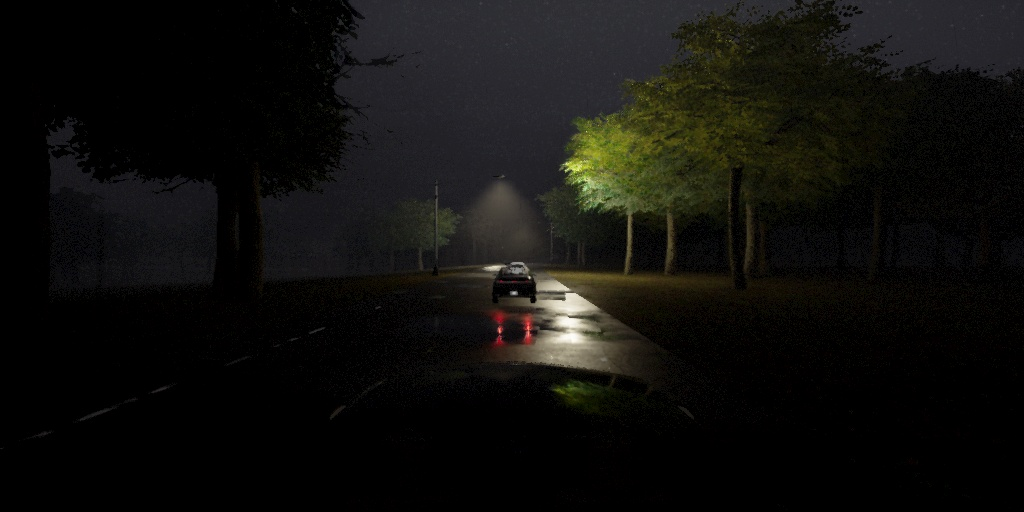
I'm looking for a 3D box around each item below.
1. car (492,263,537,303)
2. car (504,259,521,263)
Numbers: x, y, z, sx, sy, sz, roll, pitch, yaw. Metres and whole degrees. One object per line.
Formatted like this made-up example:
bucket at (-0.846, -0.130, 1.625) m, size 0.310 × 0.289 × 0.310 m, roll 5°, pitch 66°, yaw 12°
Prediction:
car at (0.123, 1.240, 16.453) m, size 2.128 × 1.511 × 4.902 m, roll 0°, pitch 0°, yaw 1°
car at (0.494, 1.276, 31.422) m, size 1.812 × 1.442 × 4.674 m, roll 0°, pitch 0°, yaw 2°
